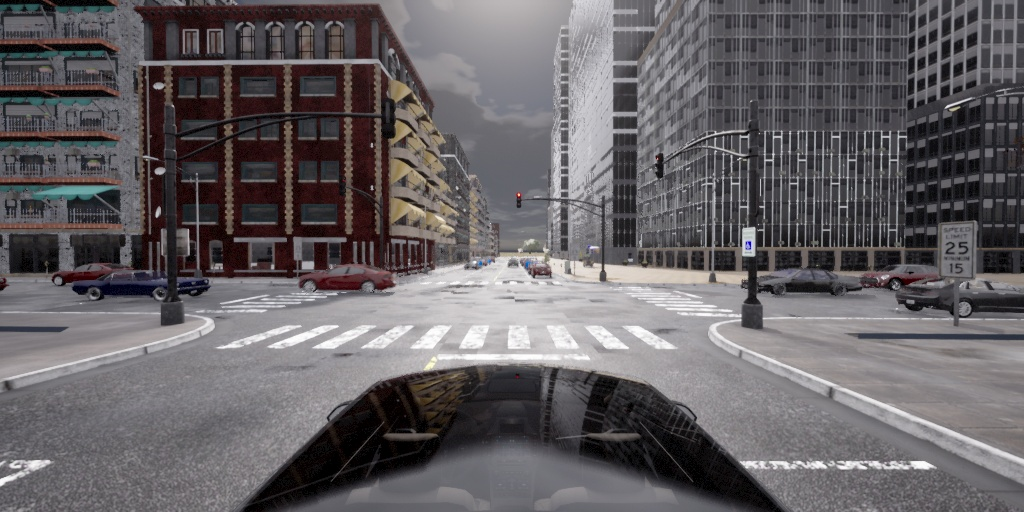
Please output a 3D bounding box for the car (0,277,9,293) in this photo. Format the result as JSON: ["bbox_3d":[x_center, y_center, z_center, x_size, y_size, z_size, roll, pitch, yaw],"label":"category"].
[{"bbox_3d":[-22.598,1.262,13.692,4.507,1.381,1.888,0,0,1],"label":"car"}]

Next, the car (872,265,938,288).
[{"bbox_3d":[23.417,1.234,21.599,4.097,1.591,1.967,0,0,1],"label":"car"}]

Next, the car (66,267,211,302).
[{"bbox_3d":[-16.644,1.302,16.304,4.718,1.301,1.895,0,1,1],"label":"car"}]

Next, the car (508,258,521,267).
[{"bbox_3d":[0.235,1.294,64.046,1.895,1.301,4.718,0,0,0],"label":"car"}]

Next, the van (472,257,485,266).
[{"bbox_3d":[-5.574,1.047,55.972,1.690,1.789,3.998,0,0,0],"label":"van"}]

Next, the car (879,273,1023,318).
[{"bbox_3d":[16.739,1.448,13.066,4.403,1.370,2.007,0,0,1],"label":"car"}]

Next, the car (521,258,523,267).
[{"bbox_3d":[2.774,1.251,55.988,1.888,1.381,4.507,0,0,0],"label":"car"}]

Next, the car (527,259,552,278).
[{"bbox_3d":[2.725,1.278,33.404,1.888,1.381,4.507,0,0,0],"label":"car"}]

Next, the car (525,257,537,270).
[{"bbox_3d":[2.738,1.166,39.049,1.967,1.591,4.097,0,0,0],"label":"car"}]

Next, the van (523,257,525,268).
[{"bbox_3d":[2.762,1.054,50.342,1.690,1.789,3.998,0,0,0],"label":"van"}]

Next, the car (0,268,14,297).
[{"bbox_3d":[-26.523,1.258,16.463,4.718,1.301,1.895,0,1,1],"label":"car"}]

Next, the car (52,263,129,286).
[{"bbox_3d":[-25.812,1.114,22.356,4.507,1.381,1.888,0,0,1],"label":"car"}]

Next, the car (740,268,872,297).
[{"bbox_3d":[15.226,1.345,19.002,5.357,1.411,2.033,0,1,1],"label":"car"}]

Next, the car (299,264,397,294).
[{"bbox_3d":[-8.810,1.194,19.400,5.008,1.535,1.882,1,0,1],"label":"car"}]

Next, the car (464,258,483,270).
[{"bbox_3d":[-5.586,1.279,50.326,1.948,1.339,4.313,0,0,0],"label":"car"}]
